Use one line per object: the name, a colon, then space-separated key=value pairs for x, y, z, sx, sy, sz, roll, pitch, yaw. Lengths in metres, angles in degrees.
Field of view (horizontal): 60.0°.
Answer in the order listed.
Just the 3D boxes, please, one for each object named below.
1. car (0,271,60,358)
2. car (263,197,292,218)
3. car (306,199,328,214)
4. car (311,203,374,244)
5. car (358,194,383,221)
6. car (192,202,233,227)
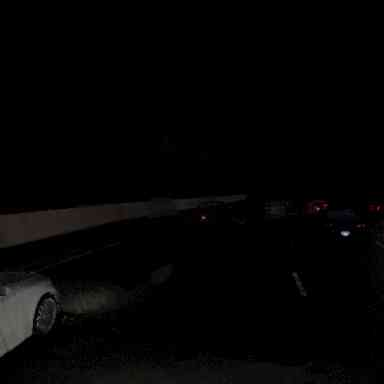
car: x=-3.209 y=1.507 z=3.545 sx=1.812 sy=1.442 sz=4.674 roll=0 pitch=0 yaw=5
car: x=7.297 y=1.426 z=28.655 sx=1.994 sy=1.385 sz=4.181 roll=0 pitch=0 yaw=18
car: x=12.103 y=1.372 z=32.108 sx=1.812 sy=1.442 sz=4.674 roll=0 pitch=0 yaw=18
car: x=6.702 y=1.452 z=15.321 sx=1.812 sy=1.442 sz=4.674 roll=0 pitch=0 yaw=16
car: x=12.482 y=1.116 z=22.057 sx=2.150 sy=2.045 sz=5.566 roll=0 pitch=0 yaw=18
car: x=1.464 y=1.370 z=22.151 sx=1.882 sy=1.535 sz=5.008 roll=0 pitch=0 yaw=18
